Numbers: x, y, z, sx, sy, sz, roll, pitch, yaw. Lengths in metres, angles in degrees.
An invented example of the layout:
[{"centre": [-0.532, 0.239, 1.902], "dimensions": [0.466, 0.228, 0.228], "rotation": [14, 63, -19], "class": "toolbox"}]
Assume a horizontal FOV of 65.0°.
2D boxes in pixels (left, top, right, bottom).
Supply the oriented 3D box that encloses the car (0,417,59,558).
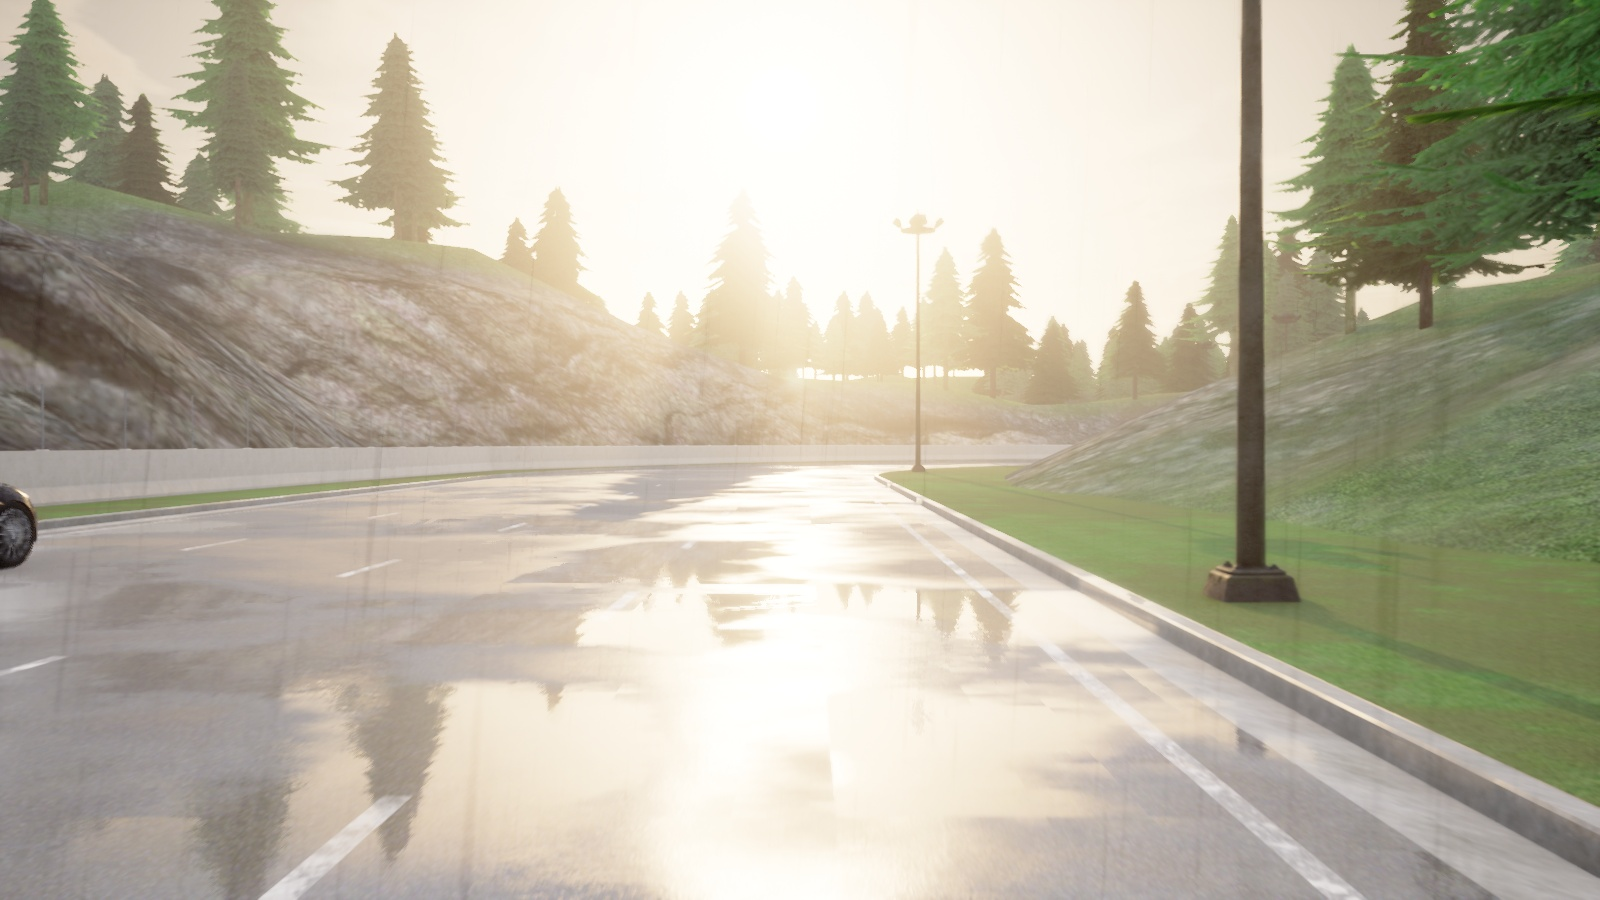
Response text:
[{"centre": [-10.409, 0.442, 13.292], "dimensions": [2.152, 1.651, 5.027], "rotation": [0, 0, 0], "class": "car"}]
